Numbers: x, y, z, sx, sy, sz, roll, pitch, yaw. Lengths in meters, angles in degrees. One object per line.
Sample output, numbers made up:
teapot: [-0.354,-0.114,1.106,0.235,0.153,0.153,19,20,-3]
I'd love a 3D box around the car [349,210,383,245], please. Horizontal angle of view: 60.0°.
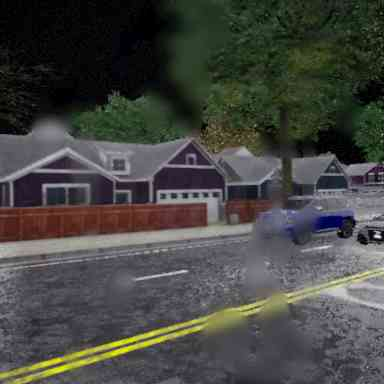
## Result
car: [8.752,1.520,13.925,4.181,1.385,1.994,0,0,-35]

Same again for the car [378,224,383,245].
car: [7.250,1.524,8.615,5.357,1.411,2.033,0,0,-36]

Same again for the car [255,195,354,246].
car: [5.438,1.190,15.552,5.566,2.045,2.150,0,0,-36]
